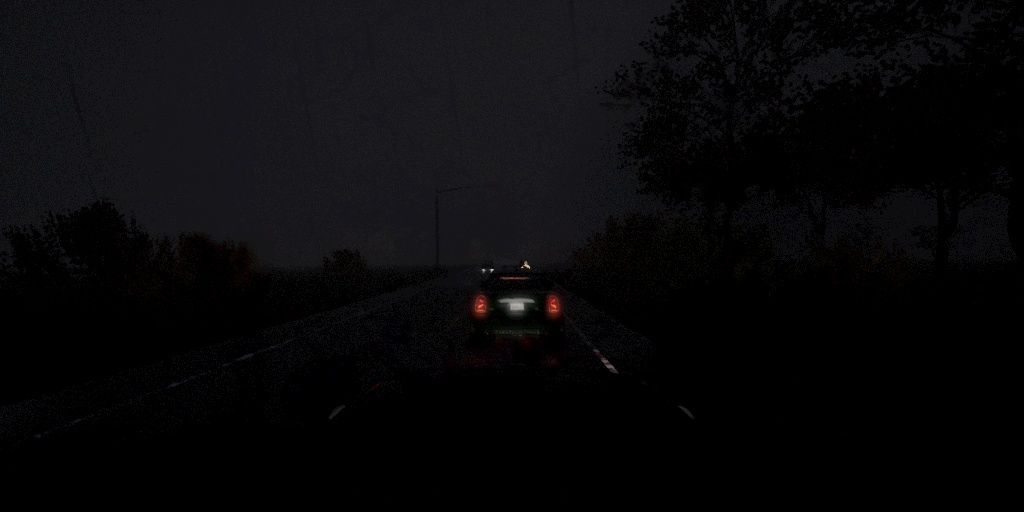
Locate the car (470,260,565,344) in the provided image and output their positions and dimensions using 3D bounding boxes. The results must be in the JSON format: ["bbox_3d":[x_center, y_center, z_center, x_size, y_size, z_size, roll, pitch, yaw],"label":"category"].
[{"bbox_3d":[0.115,1.099,9.751,2.097,1.767,4.553,0,0,0],"label":"car"}]

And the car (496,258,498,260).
[{"bbox_3d":[-3.713,1.281,55.813,2.033,1.411,5.357,0,0,0],"label":"car"}]

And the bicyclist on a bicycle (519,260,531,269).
[{"bbox_3d":[0.981,1.177,25.574,0.866,1.612,1.509,0,0,1],"label":"bicyclist on a bicycle"}]
